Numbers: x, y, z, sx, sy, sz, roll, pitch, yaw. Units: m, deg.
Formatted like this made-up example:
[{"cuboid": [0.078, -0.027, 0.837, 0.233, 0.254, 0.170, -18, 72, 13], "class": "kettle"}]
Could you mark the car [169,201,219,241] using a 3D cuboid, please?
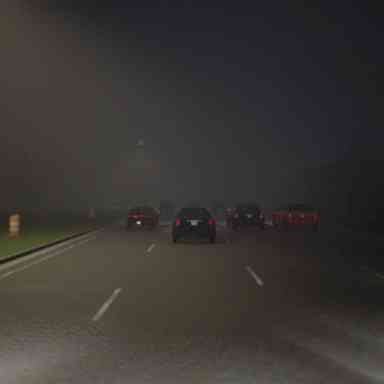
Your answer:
[{"cuboid": [0.098, 1.530, 17.755, 2.097, 1.767, 4.553, 0, -1, 0], "class": "car"}]

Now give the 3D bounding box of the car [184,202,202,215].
[{"cuboid": [0.098, 1.949, 40.154, 2.033, 1.411, 5.357, 0, -1, 0], "class": "car"}]

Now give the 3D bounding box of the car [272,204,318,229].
[{"cuboid": [7.100, 1.586, 23.407, 2.097, 1.767, 4.553, 0, -1, 0], "class": "car"}]

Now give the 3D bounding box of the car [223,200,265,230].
[{"cuboid": [3.600, 1.583, 23.061, 2.097, 1.767, 4.553, 0, -1, 0], "class": "car"}]

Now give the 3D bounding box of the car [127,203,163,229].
[{"cuboid": [-3.401, 1.742, 23.688, 1.837, 1.490, 4.892, 0, -1, 0], "class": "car"}]

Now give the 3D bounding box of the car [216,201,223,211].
[{"cuboid": [3.598, 1.957, 45.222, 1.837, 1.490, 4.892, 0, -1, 0], "class": "car"}]

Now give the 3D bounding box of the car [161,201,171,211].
[{"cuboid": [-3.402, 1.950, 44.497, 1.837, 1.490, 4.892, 0, -1, 0], "class": "car"}]

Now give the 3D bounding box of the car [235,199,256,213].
[{"cuboid": [7.097, 1.796, 44.458, 2.097, 1.767, 4.553, 0, -1, 0], "class": "car"}]
